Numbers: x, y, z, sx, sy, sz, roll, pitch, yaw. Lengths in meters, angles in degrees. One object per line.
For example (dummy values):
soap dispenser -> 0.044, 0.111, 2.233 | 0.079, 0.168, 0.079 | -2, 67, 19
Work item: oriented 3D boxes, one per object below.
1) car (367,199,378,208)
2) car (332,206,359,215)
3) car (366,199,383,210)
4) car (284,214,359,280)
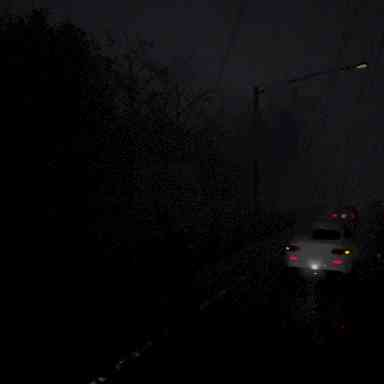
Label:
car -> 35.253, 2.212, 65.014 | 1.837, 1.490, 4.892 | 0, -1, 27
car -> 12.405, 1.842, 26.970 | 2.033, 1.411, 5.357 | 0, -1, 27
car -> 29.197, 1.928, 52.699 | 2.097, 1.767, 4.553 | 0, -1, 27
car -> 4.103, 1.640, 10.382 | 1.812, 1.442, 4.674 | 0, -1, 27
